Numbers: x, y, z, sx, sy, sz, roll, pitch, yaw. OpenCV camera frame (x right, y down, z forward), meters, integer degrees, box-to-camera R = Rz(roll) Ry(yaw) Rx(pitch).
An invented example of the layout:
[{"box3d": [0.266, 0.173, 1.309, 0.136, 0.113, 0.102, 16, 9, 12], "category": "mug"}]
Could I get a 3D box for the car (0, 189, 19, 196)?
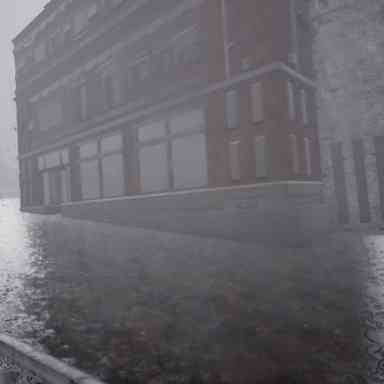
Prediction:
[{"box3d": [-36.589, 0.167, 66.170, 1.882, 1.535, 5.008, -5, 3, 8], "category": "car"}]
